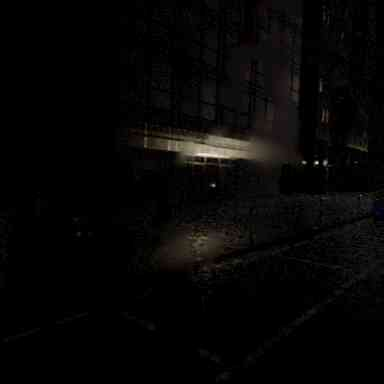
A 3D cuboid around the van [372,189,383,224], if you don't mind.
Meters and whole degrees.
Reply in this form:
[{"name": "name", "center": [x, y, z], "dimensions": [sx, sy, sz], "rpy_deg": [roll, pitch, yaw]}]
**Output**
[{"name": "van", "center": [10.520, 0.741, 17.069], "dimensions": [1.690, 1.788, 3.998], "rpy_deg": [5, 4, 41]}]
